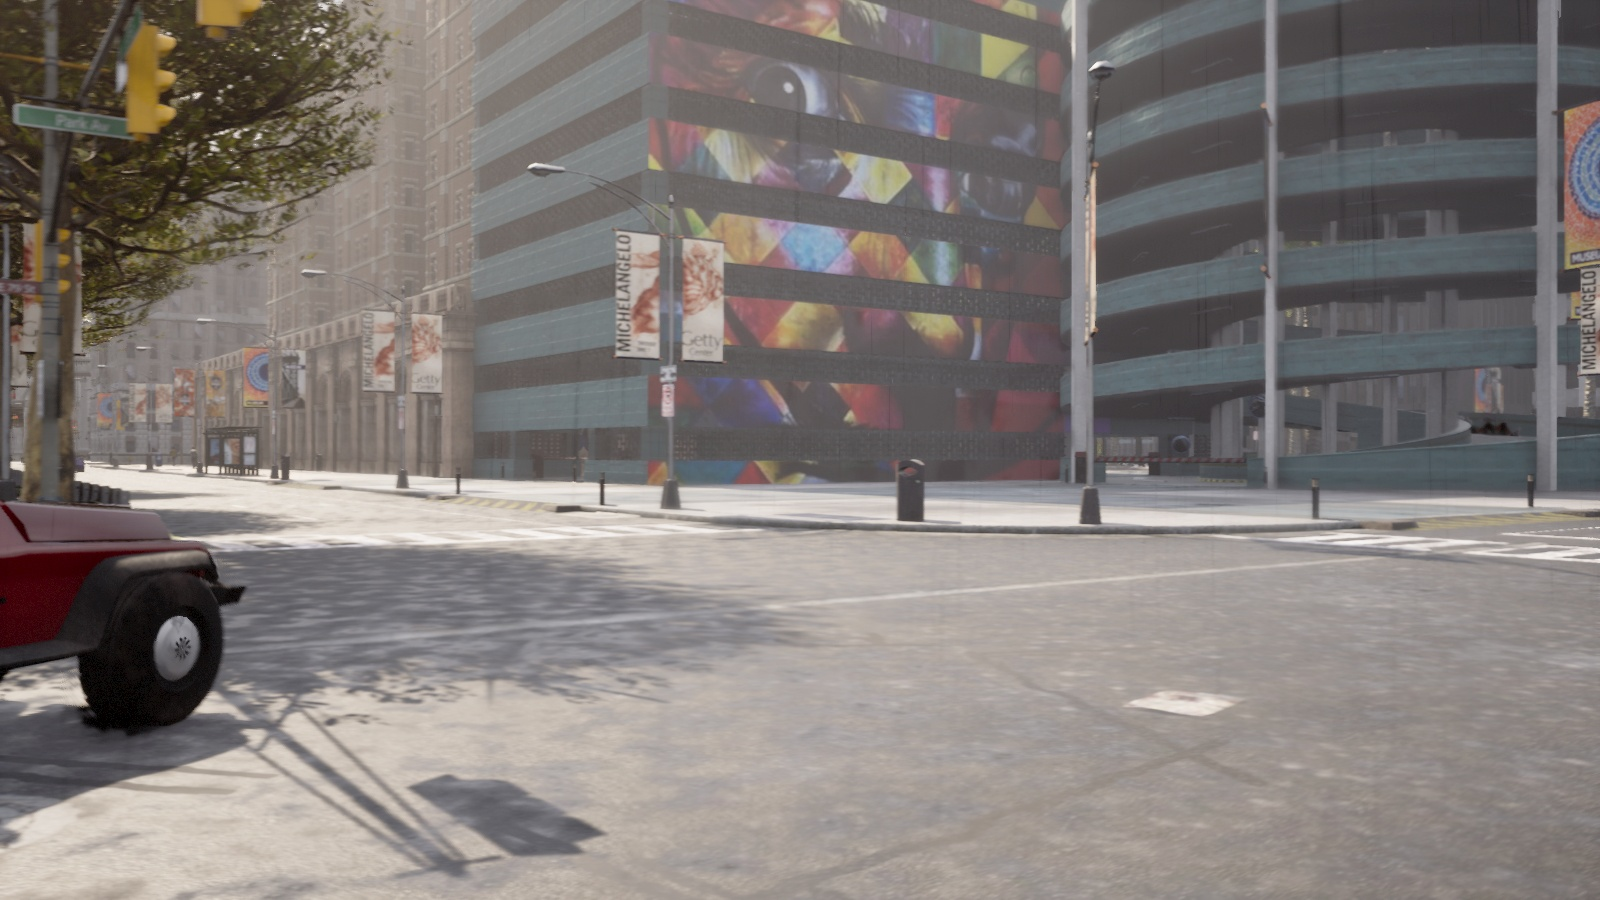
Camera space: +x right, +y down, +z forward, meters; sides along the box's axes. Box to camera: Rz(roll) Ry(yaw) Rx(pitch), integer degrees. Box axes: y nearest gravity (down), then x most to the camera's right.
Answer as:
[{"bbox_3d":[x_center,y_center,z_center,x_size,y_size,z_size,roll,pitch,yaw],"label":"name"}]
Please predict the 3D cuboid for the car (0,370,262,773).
[{"bbox_3d":[-4.716,0.565,5.921,1.905,1.878,3.866,0,0,19],"label":"car"}]
